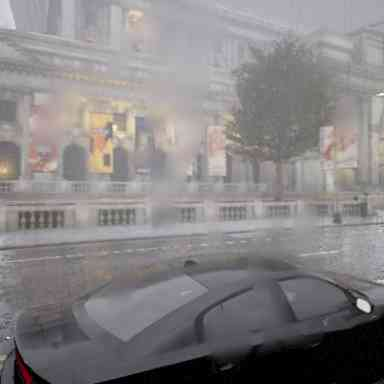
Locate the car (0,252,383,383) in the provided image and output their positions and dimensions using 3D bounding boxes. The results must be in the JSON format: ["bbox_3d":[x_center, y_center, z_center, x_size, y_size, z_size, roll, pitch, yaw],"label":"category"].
[{"bbox_3d":[0.692,1.467,3.824,5.008,1.535,1.882,0,0,-31],"label":"car"}]
